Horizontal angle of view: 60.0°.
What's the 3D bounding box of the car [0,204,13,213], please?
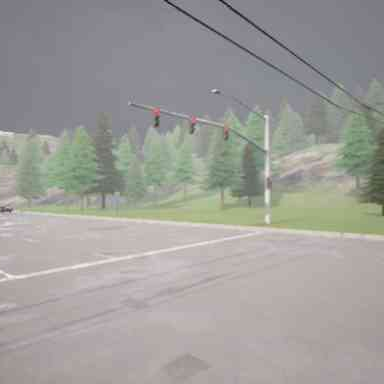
[{"bbox_3d":[-27.436,2.423,47.761,4.718,1.301,1.895,-1,-1,44],"label":"car"}]
